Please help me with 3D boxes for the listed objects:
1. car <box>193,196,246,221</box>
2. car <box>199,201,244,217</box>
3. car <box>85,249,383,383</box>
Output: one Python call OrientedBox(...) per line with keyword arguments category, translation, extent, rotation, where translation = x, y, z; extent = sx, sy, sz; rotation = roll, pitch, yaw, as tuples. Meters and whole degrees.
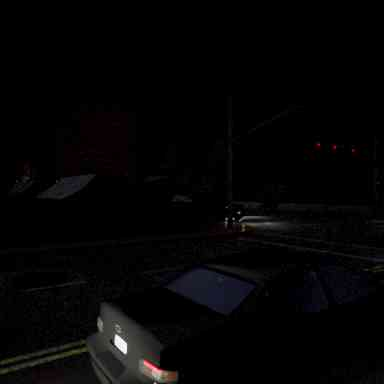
OrientedBox(category="car", translation=(2.158, 1.348, 29.165), extent=(2.150, 2.045, 5.566), rotation=(0, 0, -37))
OrientedBox(category="car", translation=(2.924, 1.676, 33.998), extent=(1.812, 1.442, 4.674), rotation=(0, 0, -37))
OrientedBox(category="car", translation=(1.342, 1.573, 4.752), extent=(5.357, 1.411, 2.033), rotation=(0, 0, -35))
